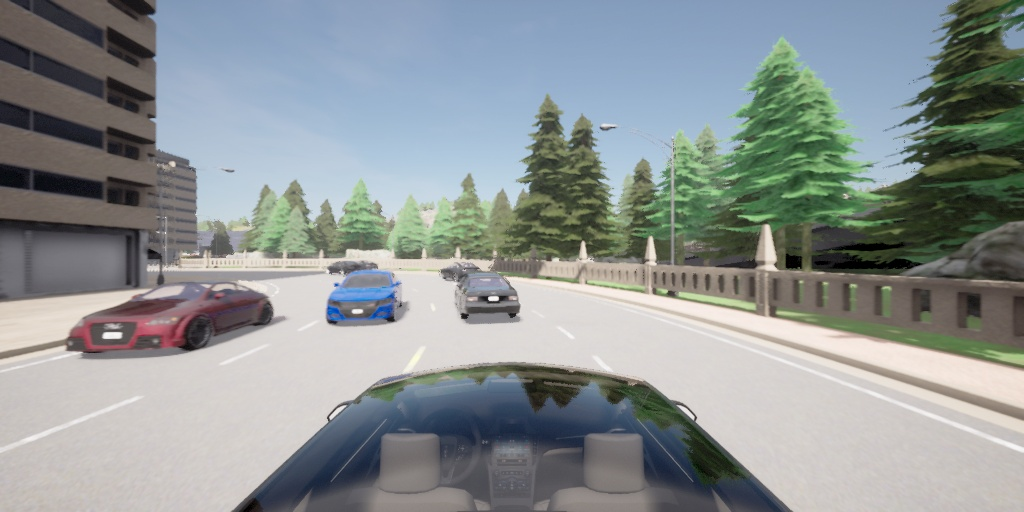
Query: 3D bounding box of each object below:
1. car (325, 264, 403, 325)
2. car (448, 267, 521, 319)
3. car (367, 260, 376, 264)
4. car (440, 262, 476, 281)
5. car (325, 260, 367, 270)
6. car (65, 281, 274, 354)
[{"bbox_3d":[-4.801,1.225,12.236,1.882,1.535,5.008,0,0,-14],"label":"car"},{"bbox_3d":[-1.070,1.295,12.959,2.033,1.411,5.357,0,0,-12],"label":"car"},{"bbox_3d":[-17.348,1.233,41.127,4.902,1.511,2.128,0,0,33],"label":"car"},{"bbox_3d":[-4.117,1.237,28.223,2.128,1.511,4.902,0,0,-32],"label":"car"},{"bbox_3d":[-17.448,1.247,37.081,4.892,1.490,1.837,0,-1,36],"label":"car"},{"bbox_3d":[-7.770,1.313,8.729,1.994,1.385,4.181,0,0,-7],"label":"car"}]
